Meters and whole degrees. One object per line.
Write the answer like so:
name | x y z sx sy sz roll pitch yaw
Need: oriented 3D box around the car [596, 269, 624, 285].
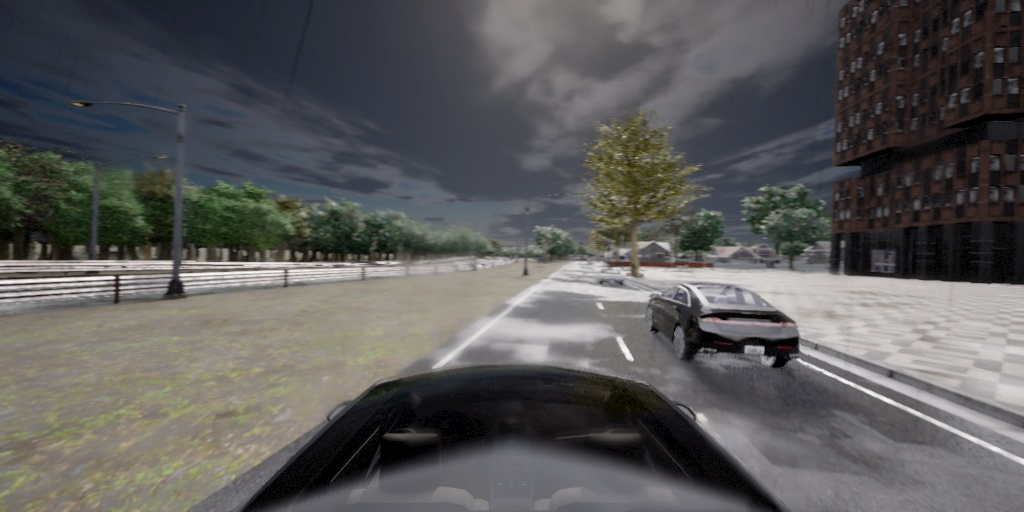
car | 8.198 1.721 30.240 1.895 1.301 4.718 2 -1 10

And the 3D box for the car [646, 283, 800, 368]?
car | 4.464 1.371 8.377 2.128 1.511 4.902 2 0 10
